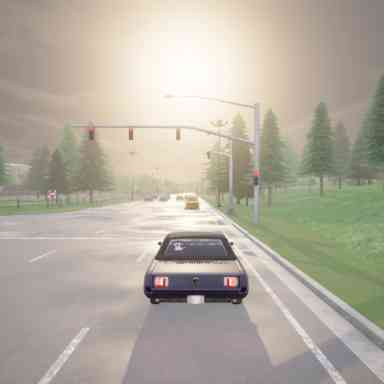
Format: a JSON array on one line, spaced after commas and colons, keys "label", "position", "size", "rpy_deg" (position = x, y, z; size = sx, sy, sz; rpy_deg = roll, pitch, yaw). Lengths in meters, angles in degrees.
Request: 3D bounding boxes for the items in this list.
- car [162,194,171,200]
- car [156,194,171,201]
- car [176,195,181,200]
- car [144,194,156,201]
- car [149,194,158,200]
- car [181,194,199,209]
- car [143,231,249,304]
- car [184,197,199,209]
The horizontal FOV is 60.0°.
[{"label": "car", "position": [-6.879, 1.368, 90.774], "size": [2.033, 1.411, 5.357], "rpy_deg": [0, 0, 0]}, {"label": "car", "position": [-6.893, 1.528, 80.354], "size": [2.033, 1.411, 5.357], "rpy_deg": [0, 0, 0]}, {"label": "car", "position": [-3.378, 1.548, 91.183], "size": [1.994, 1.385, 4.181], "rpy_deg": [0, 0, 0]}, {"label": "car", "position": [-10.393, 1.528, 80.359], "size": [2.033, 1.411, 5.357], "rpy_deg": [0, 0, 0]}, {"label": "car", "position": [-10.379, 1.328, 90.779], "size": [1.837, 1.490, 4.892], "rpy_deg": [0, 0, 0]}, {"label": "car", "position": [-0.078, 1.088, 46.216], "size": [1.882, 1.535, 5.008], "rpy_deg": [-3, 17, -4]}, {"label": "car", "position": [0.090, 1.600, 8.057], "size": [1.895, 1.301, 4.718], "rpy_deg": [0, 0, 0]}, {"label": "car", "position": [-0.011, 1.574, 49.725], "size": [2.033, 1.411, 5.357], "rpy_deg": [-1, 1, 1]}]
